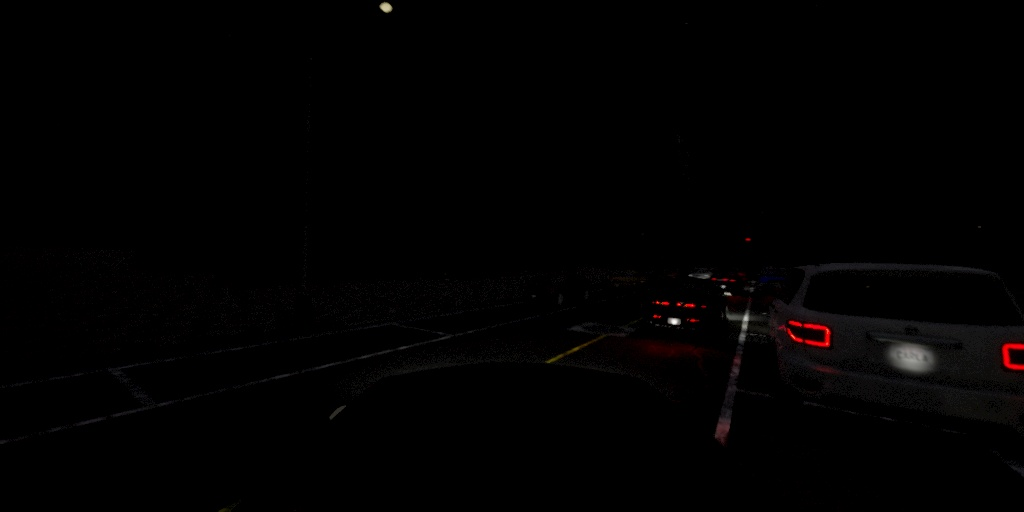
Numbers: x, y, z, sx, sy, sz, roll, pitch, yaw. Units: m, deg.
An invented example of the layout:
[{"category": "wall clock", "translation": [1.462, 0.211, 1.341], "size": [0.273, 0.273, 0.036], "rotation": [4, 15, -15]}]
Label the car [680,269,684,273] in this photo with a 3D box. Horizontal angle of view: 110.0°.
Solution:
[{"category": "car", "translation": [17.750, 1.967, 39.438], "size": [1.888, 1.381, 4.507], "rotation": [0, 0, 34]}]

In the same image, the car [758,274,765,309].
[{"category": "car", "translation": [12.316, 1.713, 16.357], "size": [1.802, 1.307, 4.207], "rotation": [0, 0, 34]}]

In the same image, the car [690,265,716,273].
[{"category": "car", "translation": [20.011, 1.986, 37.883], "size": [1.812, 1.442, 4.674], "rotation": [1, -1, 35]}]

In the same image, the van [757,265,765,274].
[{"category": "van", "translation": [18.557, 1.677, 25.474], "size": [1.690, 1.789, 3.998], "rotation": [0, 0, 34]}]

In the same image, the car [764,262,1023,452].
[{"category": "car", "translation": [5.524, 1.131, 5.815], "size": [2.150, 2.045, 5.566], "rotation": [1, -1, 34]}]

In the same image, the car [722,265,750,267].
[{"category": "car", "translation": [23.389, 2.010, 37.426], "size": [1.882, 1.535, 5.008], "rotation": [1, -1, 34]}]

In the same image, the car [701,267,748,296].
[{"category": "car", "translation": [14.447, 1.727, 24.185], "size": [2.128, 1.511, 4.902], "rotation": [1, 0, 34]}]

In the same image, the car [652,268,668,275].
[{"category": "car", "translation": [11.512, 1.760, 30.318], "size": [1.888, 1.381, 4.507], "rotation": [0, 0, 34]}]

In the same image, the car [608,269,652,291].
[{"category": "car", "translation": [8.297, 1.638, 25.618], "size": [1.751, 1.417, 4.829], "rotation": [0, 0, 34]}]

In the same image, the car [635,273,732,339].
[{"category": "car", "translation": [5.479, 1.445, 11.076], "size": [1.837, 1.490, 4.892], "rotation": [1, 0, 34]}]

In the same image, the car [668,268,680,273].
[{"category": "car", "translation": [14.631, 1.863, 34.878], "size": [1.888, 1.381, 4.507], "rotation": [0, 0, 34]}]

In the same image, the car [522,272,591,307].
[{"category": "car", "translation": [2.156, 1.452, 16.639], "size": [1.888, 1.381, 4.507], "rotation": [0, 0, 34]}]
